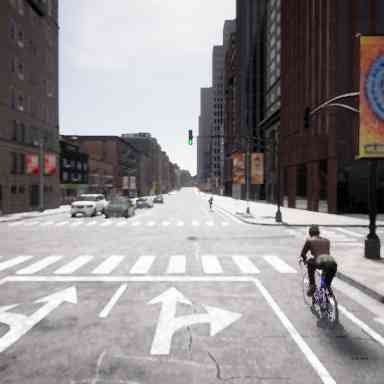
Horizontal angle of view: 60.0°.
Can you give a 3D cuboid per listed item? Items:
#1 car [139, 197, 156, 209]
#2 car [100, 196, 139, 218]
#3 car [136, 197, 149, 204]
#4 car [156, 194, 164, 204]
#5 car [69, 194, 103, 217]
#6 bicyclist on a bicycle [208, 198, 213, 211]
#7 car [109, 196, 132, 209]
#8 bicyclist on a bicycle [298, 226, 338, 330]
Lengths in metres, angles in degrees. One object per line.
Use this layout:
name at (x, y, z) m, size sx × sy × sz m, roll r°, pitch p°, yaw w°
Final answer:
car at (-6.584, 1.649, 46.602) m, size 1.895 × 1.301 × 4.718 m, roll 0°, pitch 0°, yaw 0°
car at (-6.594, 1.384, 30.722) m, size 2.097 × 1.767 × 4.553 m, roll 0°, pitch 0°, yaw 0°
car at (-9.744, 1.662, 65.960) m, size 1.895 × 1.301 × 4.718 m, roll 0°, pitch 0°, yaw 0°
car at (-6.500, 1.571, 65.398) m, size 1.837 × 1.490 × 4.892 m, roll 0°, pitch 0°, yaw 0°
car at (-9.850, 1.246, 31.989) m, size 2.150 × 2.045 × 5.566 m, roll 0°, pitch 1°, yaw 0°
bicyclist on a bicycle at (2.257, 1.494, 40.036) m, size 0.582 × 1.620 × 1.656 m, roll 0°, pitch 0°, yaw 0°
car at (-9.834, 1.403, 46.021) m, size 2.097 × 1.767 × 4.553 m, roll 0°, pitch 0°, yaw 0°
bicyclist on a bicycle at (2.255, 1.456, 5.977) m, size 0.582 × 1.620 × 1.656 m, roll 0°, pitch 0°, yaw 0°
